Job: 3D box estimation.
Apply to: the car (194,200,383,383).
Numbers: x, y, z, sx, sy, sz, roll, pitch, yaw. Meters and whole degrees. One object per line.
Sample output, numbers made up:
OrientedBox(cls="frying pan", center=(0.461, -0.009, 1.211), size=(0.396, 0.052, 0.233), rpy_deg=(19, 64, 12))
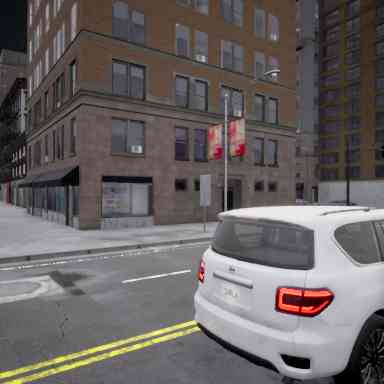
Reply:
OrientedBox(cls="car", center=(2.645, 1.222, 5.312), size=(5.566, 2.045, 2.150), rpy_deg=(0, 0, -35))

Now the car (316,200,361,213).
OrientedBox(cls="car", center=(16.982, 1.597, 38.728), size=(1.947, 1.339, 4.313), rpy_deg=(0, 0, -35))
